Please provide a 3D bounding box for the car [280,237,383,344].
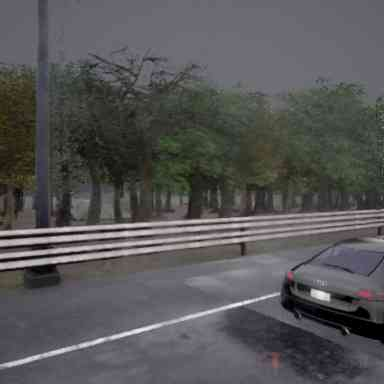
[{"bbox_3d":[3.638,1.584,6.351,4.181,1.385,1.994,0,0,-35],"label":"car"}]
